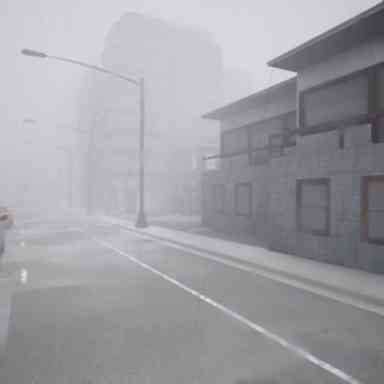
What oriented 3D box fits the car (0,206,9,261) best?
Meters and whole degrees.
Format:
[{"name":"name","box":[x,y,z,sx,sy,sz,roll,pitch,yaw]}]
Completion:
[{"name":"car","box":[-7.574,1.393,11.146,2.150,2.045,5.566,0,-1,-27]}]

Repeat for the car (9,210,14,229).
[{"name":"car","box":[-14.773,1.822,25.256,2.097,1.767,4.553,0,-1,-27]}]
